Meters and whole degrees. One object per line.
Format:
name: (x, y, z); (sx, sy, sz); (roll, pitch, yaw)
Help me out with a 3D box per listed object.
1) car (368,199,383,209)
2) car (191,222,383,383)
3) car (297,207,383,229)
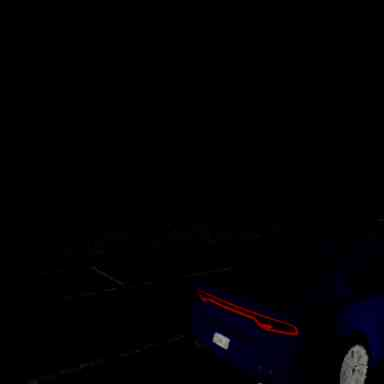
car: (11.275, 1.314, 18.559); (5.009, 1.841, 2.192); (0, 0, -35)
car: (2.333, 1.477, 5.099); (5.008, 1.535, 1.882); (0, 0, -36)
car: (6.687, 1.565, 15.285); (4.313, 1.339, 1.947); (0, 0, -35)
